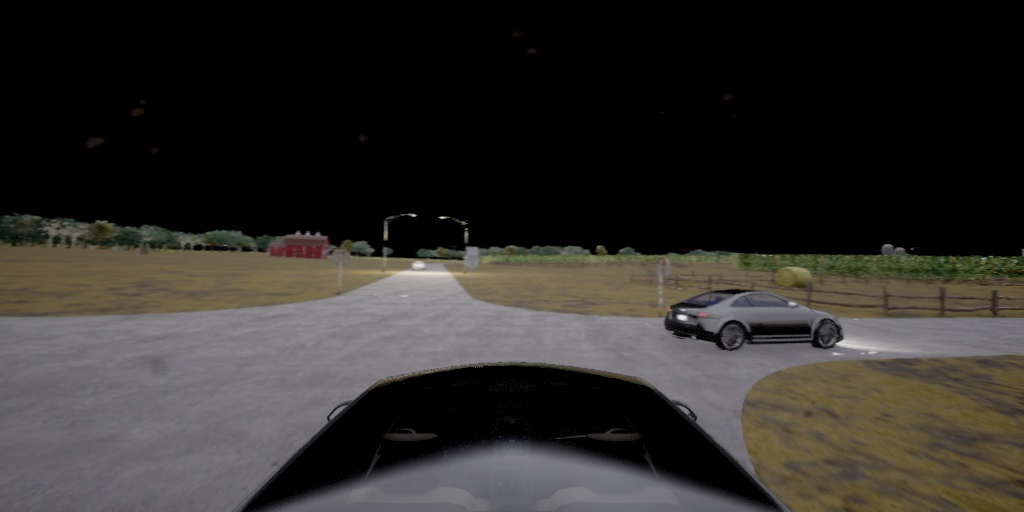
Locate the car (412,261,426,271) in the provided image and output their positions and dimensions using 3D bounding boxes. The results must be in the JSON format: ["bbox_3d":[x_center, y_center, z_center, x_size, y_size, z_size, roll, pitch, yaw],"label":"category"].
[{"bbox_3d":[-15.006,1.583,57.861,1.812,1.442,4.674,2,-1,-12],"label":"car"}]

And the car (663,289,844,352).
[{"bbox_3d":[6.183,1.565,9.354,4.181,1.385,1.994,2,-2,-12],"label":"car"}]
